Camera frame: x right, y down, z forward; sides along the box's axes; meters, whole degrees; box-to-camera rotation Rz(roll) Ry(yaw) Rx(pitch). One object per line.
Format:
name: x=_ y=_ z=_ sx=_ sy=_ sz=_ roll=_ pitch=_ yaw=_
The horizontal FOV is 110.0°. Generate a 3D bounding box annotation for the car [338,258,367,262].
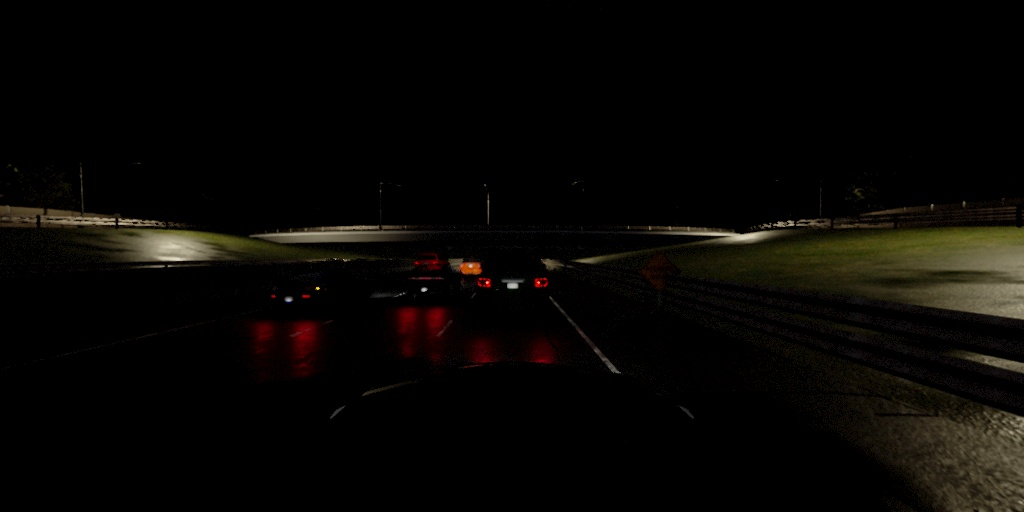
car: x=-20.711 y=1.048 z=47.972 sx=1.882 sy=1.535 sz=5.008 roll=0 pitch=0 yaw=2

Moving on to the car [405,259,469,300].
car: x=-3.469 y=1.093 z=16.602 sx=2.128 sy=1.511 sz=4.902 roll=0 pitch=1 yaw=0

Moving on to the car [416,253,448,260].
car: x=-6.953 y=0.760 z=31.471 sx=2.150 sy=2.045 sz=5.566 roll=0 pitch=0 yaw=1

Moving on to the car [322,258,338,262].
car: x=-24.201 y=1.061 z=48.227 sx=2.128 sy=1.511 sz=4.902 roll=0 pitch=0 yaw=2

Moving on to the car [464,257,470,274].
car: x=-3.439 y=0.891 z=32.175 sx=2.097 sy=1.767 sz=4.553 roll=0 pitch=0 yaw=1

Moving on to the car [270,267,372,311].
car: x=-6.968 y=1.150 z=13.548 sx=1.812 sy=1.442 sz=4.674 roll=0 pitch=0 yaw=1

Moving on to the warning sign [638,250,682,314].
warning sign: x=4.519 y=0.758 z=11.006 sx=1.300 sy=1.860 sz=1.060 roll=0 pitch=0 yaw=0

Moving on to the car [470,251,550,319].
car: x=0.028 y=0.858 z=12.393 sx=2.150 sy=2.045 sz=5.566 roll=0 pitch=1 yaw=0
